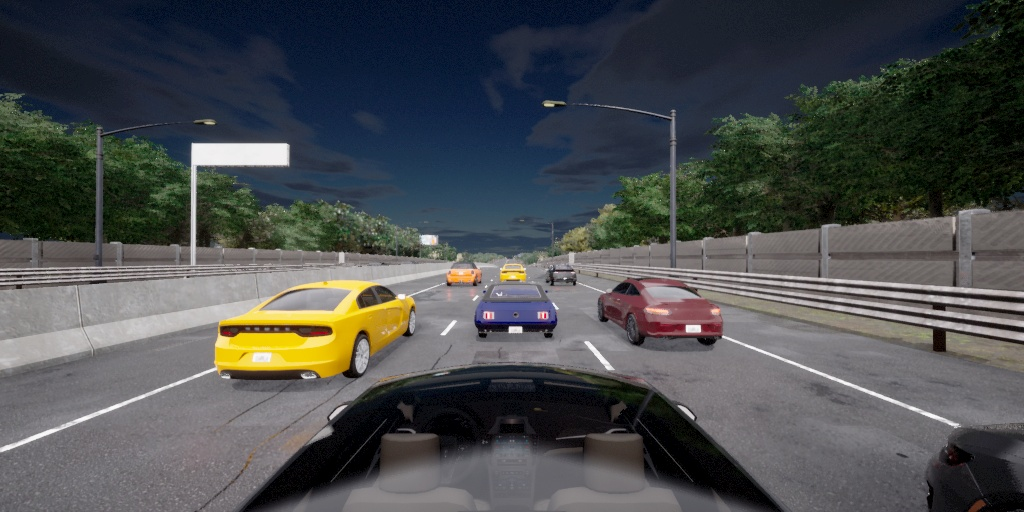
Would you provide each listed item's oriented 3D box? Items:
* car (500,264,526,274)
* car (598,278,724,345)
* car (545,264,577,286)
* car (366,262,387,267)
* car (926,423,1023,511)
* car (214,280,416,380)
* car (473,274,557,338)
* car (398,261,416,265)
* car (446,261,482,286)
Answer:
[{"bbox_3d":[0.072,1.356,27.937,1.882,1.535,5.008,0,-1,0],"label":"car"},{"bbox_3d":[3.592,1.287,9.411,1.812,1.442,4.674,0,0,0],"label":"car"},{"bbox_3d":[3.578,1.359,26.721,2.128,1.511,4.902,0,-1,0],"label":"car"},{"bbox_3d":[-17.640,1.564,46.729,1.837,1.490,4.892,0,-1,0],"label":"car"},{"bbox_3d":[3.603,1.253,0.247,1.837,1.490,4.892,0,0,0],"label":"car"},{"bbox_3d":[-3.406,1.234,7.357,1.882,1.535,5.008,0,0,0],"label":"car"},{"bbox_3d":[0.093,1.364,10.205,1.895,1.301,4.718,0,0,0],"label":"car"},{"bbox_3d":[-14.138,1.426,48.302,2.097,1.767,4.553,0,-1,0],"label":"car"},{"bbox_3d":[-3.430,1.217,26.407,2.097,1.767,4.553,0,-1,1],"label":"car"}]
